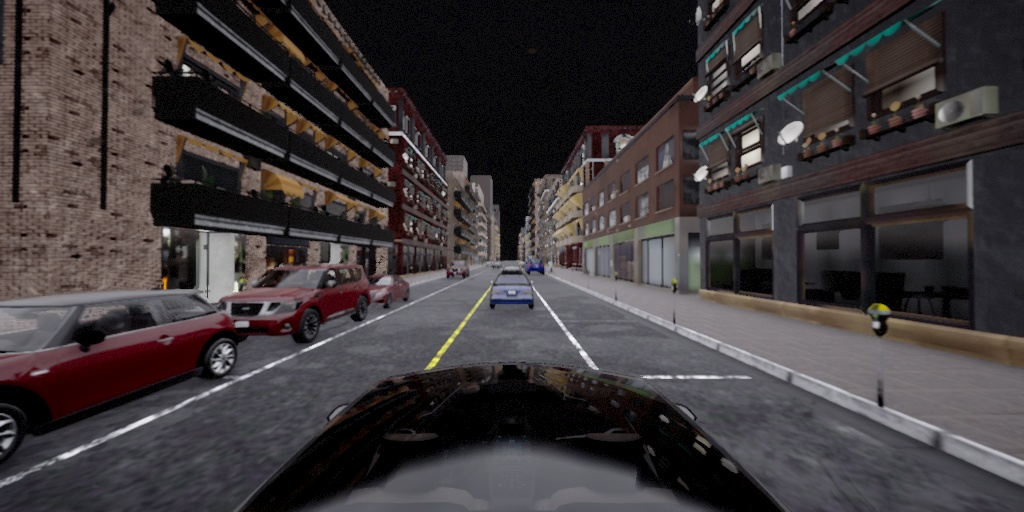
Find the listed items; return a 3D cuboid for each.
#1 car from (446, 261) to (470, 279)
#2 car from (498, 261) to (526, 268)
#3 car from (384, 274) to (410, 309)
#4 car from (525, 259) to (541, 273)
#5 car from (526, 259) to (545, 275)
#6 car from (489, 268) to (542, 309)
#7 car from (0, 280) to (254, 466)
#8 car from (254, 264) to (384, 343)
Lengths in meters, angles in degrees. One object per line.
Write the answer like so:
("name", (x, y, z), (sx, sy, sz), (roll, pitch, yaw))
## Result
("car", (-5.704, 1.407, 38.262), (2.192, 1.841, 5.009), (0, 0, 0))
("car", (-0.006, 1.505, 31.323), (1.882, 1.535, 5.008), (0, 0, 0))
("car", (-5.697, 1.464, 15.718), (1.802, 1.307, 4.207), (0, 0, 0))
("car", (3.088, 1.468, 54.297), (2.150, 2.045, 5.566), (0, -1, 0))
("car", (3.090, 1.404, 47.297), (2.150, 2.045, 5.566), (0, -1, 0))
("car", (-0.004, 1.430, 15.848), (2.033, 1.411, 5.357), (0, -1, 0))
("car", (-5.693, 1.215, 4.446), (1.967, 1.591, 4.097), (0, 0, 0))
("car", (-5.695, 1.144, 10.082), (2.192, 1.841, 5.009), (0, 0, 0))
